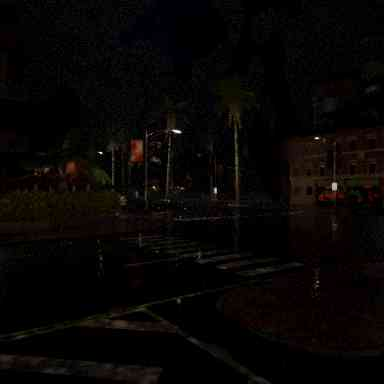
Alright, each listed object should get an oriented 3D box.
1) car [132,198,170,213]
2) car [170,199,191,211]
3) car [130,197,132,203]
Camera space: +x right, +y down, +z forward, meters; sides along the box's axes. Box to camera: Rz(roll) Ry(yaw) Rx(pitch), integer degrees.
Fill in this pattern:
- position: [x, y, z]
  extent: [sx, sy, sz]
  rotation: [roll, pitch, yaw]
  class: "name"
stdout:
- position: [-4.713, 1.564, 37.563]
  extent: [1.994, 1.385, 4.181]
  rotation: [0, 0, -35]
  class: "car"
- position: [-2.273, 1.547, 40.177]
  extent: [2.033, 1.411, 5.357]
  rotation: [0, 0, -35]
  class: "car"
- position: [-13.876, 1.522, 68.680]
  extent: [1.812, 1.442, 4.674]
  rotation: [0, 0, -39]
  class: "car"
